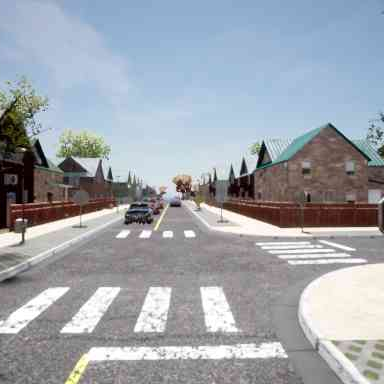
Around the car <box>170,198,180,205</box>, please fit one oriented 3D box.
[{"bbox_3d":[-3.329,1.857,65.098,1.994,1.385,4.181,0,-1,-3],"label":"car"}]

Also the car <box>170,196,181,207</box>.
[{"bbox_3d":[-2.755,1.763,55.706,2.033,1.411,5.357,0,0,-3],"label":"car"}]

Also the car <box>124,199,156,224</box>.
[{"bbox_3d":[-3.984,1.542,25.417,1.837,1.490,4.892,0,0,-3],"label":"car"}]

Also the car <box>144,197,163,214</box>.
[{"bbox_3d":[-4.546,1.434,35.580,2.097,1.767,4.553,0,0,-3],"label":"car"}]

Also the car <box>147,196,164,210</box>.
[{"bbox_3d":[-5.185,1.507,47.341,2.097,1.767,4.553,0,0,-2],"label":"car"}]
